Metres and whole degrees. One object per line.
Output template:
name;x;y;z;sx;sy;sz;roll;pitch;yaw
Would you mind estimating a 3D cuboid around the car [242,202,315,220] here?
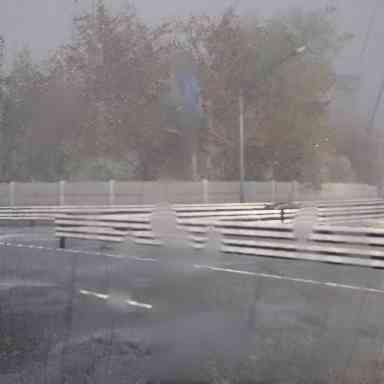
car;5.536;1.448;21.256;4.892;1.490;1.837;-1;0;-22
